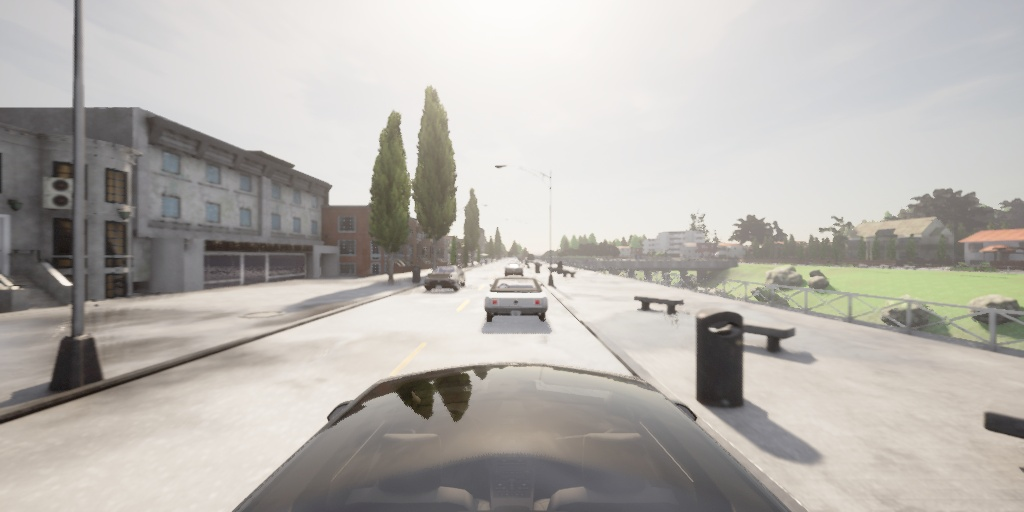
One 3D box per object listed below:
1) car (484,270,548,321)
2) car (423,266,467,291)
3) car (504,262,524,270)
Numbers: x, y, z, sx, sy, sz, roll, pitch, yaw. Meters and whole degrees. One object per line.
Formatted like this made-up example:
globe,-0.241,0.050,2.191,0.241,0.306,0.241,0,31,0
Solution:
car,0.126,1.352,12.476,1.895,1.301,4.718,0,0,0
car,-3.937,1.293,22.039,2.033,1.411,5.357,0,0,0
car,0.180,1.301,33.631,2.033,1.411,5.357,0,0,0
